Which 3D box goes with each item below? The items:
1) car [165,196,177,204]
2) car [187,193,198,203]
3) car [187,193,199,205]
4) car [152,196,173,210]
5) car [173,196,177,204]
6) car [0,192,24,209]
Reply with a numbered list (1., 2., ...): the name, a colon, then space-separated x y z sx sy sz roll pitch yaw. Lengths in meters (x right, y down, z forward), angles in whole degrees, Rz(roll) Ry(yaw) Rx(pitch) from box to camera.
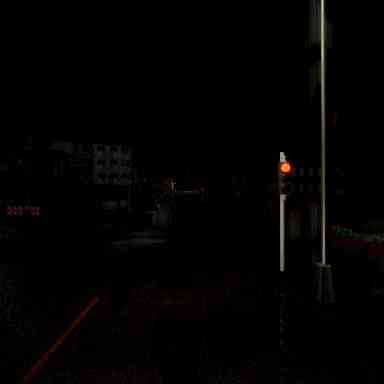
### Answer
1. car: -3.966 1.477 63.162 1.882 1.535 5.008 0 0 0
2. car: 0.104 1.225 72.303 2.150 2.045 5.566 0 0 0
3. car: 0.181 1.353 57.472 2.097 1.767 4.553 0 0 0
4. car: -4.040 1.491 43.023 2.128 1.511 4.902 0 0 0
5. car: -4.019 1.491 52.987 2.128 1.511 4.902 0 0 0
6. car: -19.709 0.985 34.940 1.905 1.878 3.866 0 0 35
